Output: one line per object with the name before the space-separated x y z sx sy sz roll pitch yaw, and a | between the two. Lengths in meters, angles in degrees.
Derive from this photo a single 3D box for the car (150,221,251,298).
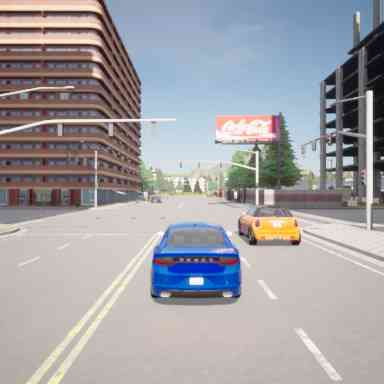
car | 0.076 1.478 8.557 1.882 1.535 5.008 0 0 0

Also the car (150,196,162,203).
car | -7.199 1.525 67.017 1.812 1.442 4.674 0 0 0

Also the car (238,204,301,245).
car | 3.457 1.352 15.649 2.097 1.767 4.553 0 0 0
